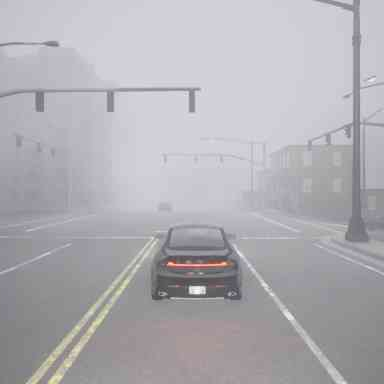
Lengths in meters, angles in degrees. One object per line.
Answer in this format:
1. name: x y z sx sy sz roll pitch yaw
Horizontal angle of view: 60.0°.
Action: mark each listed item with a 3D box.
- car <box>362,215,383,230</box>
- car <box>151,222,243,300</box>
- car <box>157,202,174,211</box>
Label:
1. car: 16.051 2.655 28.237 4.181 1.385 1.994 8 0 0
2. car: 0.095 1.505 8.353 1.837 1.490 4.892 0 0 0
3. car: -3.627 2.066 45.589 1.837 1.490 4.892 0 -5 0
